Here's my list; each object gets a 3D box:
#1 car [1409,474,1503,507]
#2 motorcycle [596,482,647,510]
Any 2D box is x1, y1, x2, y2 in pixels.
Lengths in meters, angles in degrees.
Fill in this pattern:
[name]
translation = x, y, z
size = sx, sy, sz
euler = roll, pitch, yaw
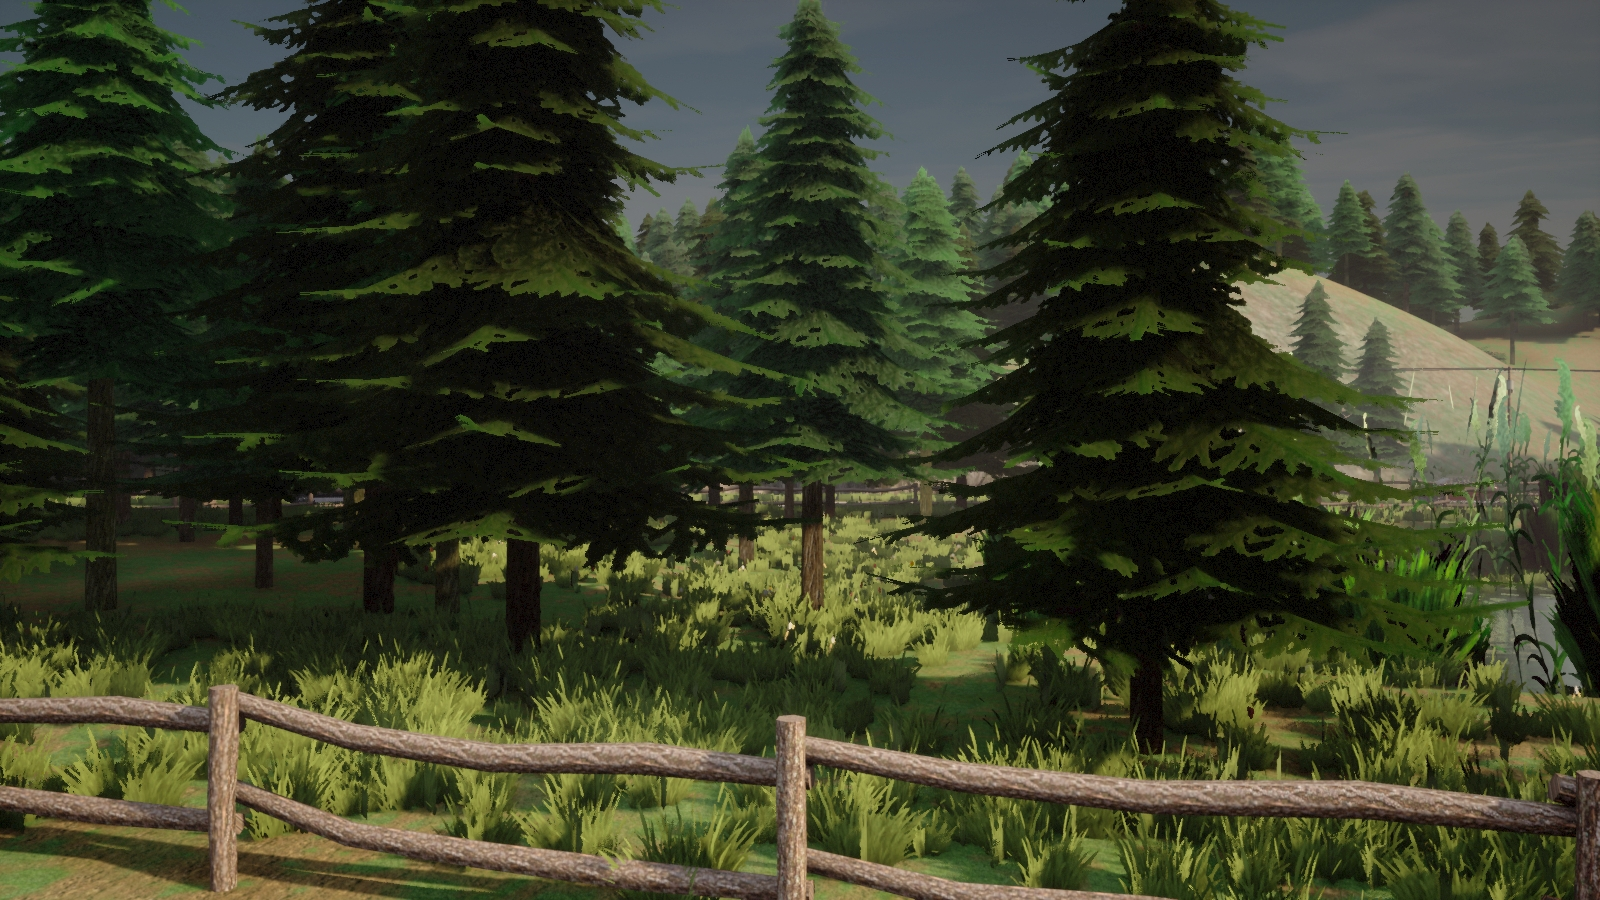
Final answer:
[car]
translation = 32.802, 2.026, 57.217
size = 3.705, 1.549, 1.789
euler = 0, 0, 7
[motorcycle]
translation = -8.457, 2.178, 54.101
size = 2.209, 1.251, 0.867
euler = 0, 0, 14
